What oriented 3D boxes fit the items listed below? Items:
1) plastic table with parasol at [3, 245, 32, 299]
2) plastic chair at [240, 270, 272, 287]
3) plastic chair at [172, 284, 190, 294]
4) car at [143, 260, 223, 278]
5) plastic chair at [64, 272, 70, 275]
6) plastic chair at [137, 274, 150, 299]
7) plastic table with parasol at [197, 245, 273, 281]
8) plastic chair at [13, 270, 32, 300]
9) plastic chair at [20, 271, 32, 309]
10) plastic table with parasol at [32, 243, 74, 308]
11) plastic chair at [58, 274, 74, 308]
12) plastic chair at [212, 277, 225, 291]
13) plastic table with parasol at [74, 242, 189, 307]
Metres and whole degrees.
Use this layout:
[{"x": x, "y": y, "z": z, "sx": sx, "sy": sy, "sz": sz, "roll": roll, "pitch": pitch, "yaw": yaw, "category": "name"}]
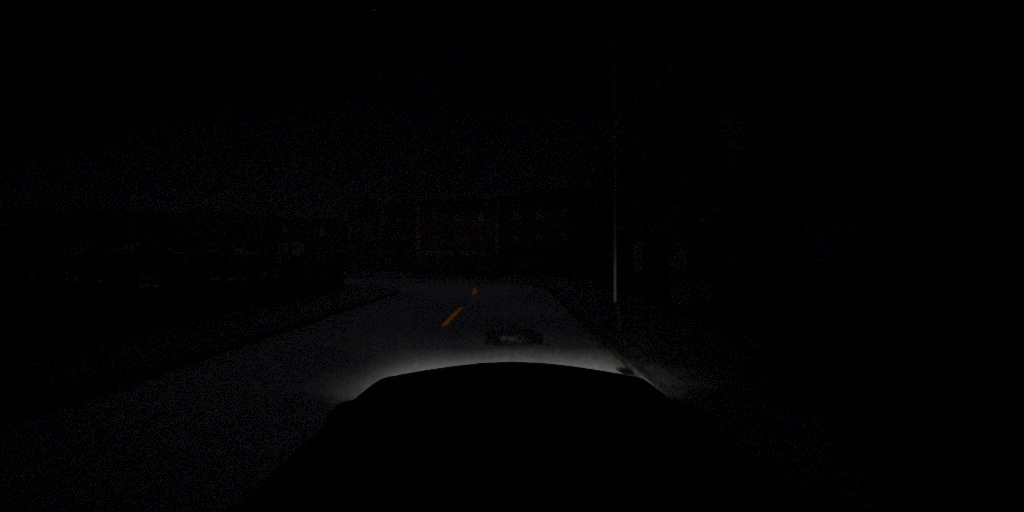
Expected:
[{"x": -20.968, "y": 0.634, "z": 16.194, "sx": 2.482, "sy": 2.480, "sz": 2.482, "roll": 0, "pitch": 0, "yaw": -38, "category": "plastic table with parasol"}, {"x": -12.017, "y": 1.341, "z": 16.876, "sx": 0.730, "sy": 1.272, "sz": 0.750, "roll": 0, "pitch": 0, "yaw": 0, "category": "plastic chair"}, {"x": -12.032, "y": 1.341, "z": 13.361, "sx": 0.730, "sy": 1.272, "sz": 0.750, "roll": 0, "pitch": 0, "yaw": -40, "category": "plastic chair"}, {"x": -23.864, "y": 1.104, "z": 26.171, "sx": 4.553, "sy": 1.767, "sz": 2.097, "roll": 0, "pitch": 0, "yaw": 0, "category": "car"}, {"x": -16.189, "y": 1.339, "z": 13.573, "sx": 0.750, "sy": 1.272, "sz": 0.730, "roll": 0, "pitch": 0, "yaw": -40, "category": "plastic chair"}, {"x": -12.322, "y": 1.341, "z": 11.626, "sx": 0.750, "sy": 1.272, "sz": 0.730, "roll": 0, "pitch": 0, "yaw": -40, "category": "plastic chair"}, {"x": -13.270, "y": 0.737, "z": 16.975, "sx": 2.482, "sy": 2.480, "sz": 2.482, "roll": 0, "pitch": 0, "yaw": 0, "category": "plastic table with parasol"}, {"x": -20.216, "y": 1.213, "z": 15.148, "sx": 0.750, "sy": 1.272, "sz": 0.730, "roll": 0, "pitch": 0, "yaw": -40, "category": "plastic chair"}, {"x": -17.895, "y": 1.319, "z": 13.673, "sx": 0.730, "sy": 1.272, "sz": 0.750, "roll": 0, "pitch": 0, "yaw": -35, "category": "plastic chair"}, {"x": -16.920, "y": 0.706, "z": 14.574, "sx": 2.482, "sy": 2.480, "sz": 2.482, "roll": 0, "pitch": 0, "yaw": -40, "category": "plastic table with parasol"}, {"x": -14.028, "y": 1.341, "z": 11.726, "sx": 0.730, "sy": 1.272, "sz": 0.750, "roll": 0, "pitch": 0, "yaw": -35, "category": "plastic chair"}, {"x": -13.355, "y": 1.341, "z": 15.733, "sx": 0.750, "sy": 1.272, "sz": 0.730, "roll": 0, "pitch": 0, "yaw": 0, "category": "plastic chair"}, {"x": -13.053, "y": 0.737, "z": 12.626, "sx": 2.482, "sy": 2.480, "sz": 2.482, "roll": 0, "pitch": 0, "yaw": -40, "category": "plastic table with parasol"}]
